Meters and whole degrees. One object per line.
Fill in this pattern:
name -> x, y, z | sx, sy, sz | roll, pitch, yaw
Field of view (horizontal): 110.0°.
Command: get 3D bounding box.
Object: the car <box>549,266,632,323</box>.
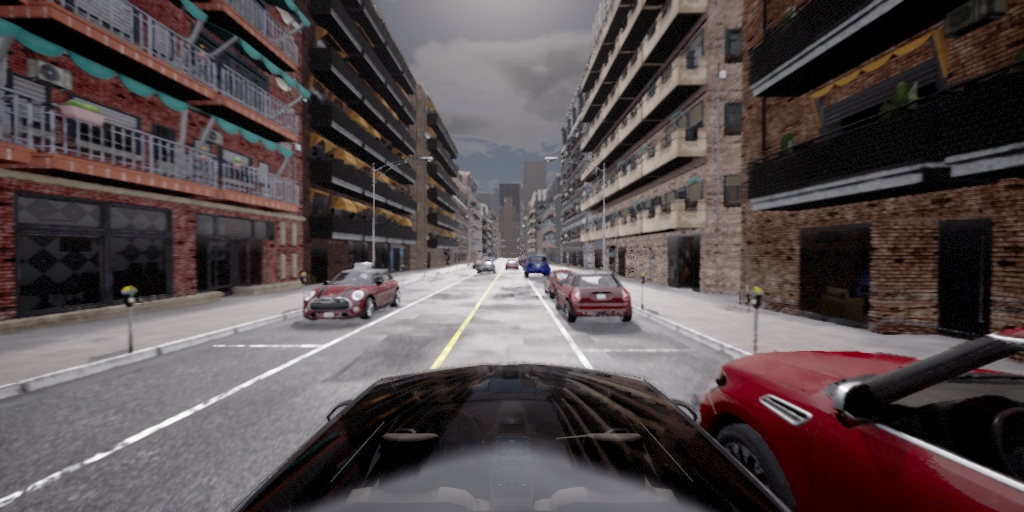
car -> 2.567, 1.186, 12.191 | 1.967, 1.591, 4.097 | 0, 0, 0

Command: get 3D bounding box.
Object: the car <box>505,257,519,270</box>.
car -> -0.001, 1.300, 52.632 | 1.994, 1.385, 4.181 | 0, 0, 0

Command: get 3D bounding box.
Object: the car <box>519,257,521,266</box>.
car -> 2.559, 1.051, 51.841 | 2.192, 1.841, 5.009 | 0, 0, 0

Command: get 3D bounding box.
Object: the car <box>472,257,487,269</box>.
car -> -5.323, 1.281, 57.608 | 1.888, 1.381, 4.507 | 0, 0, 0

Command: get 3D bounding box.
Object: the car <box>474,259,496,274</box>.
car -> -2.838, 1.302, 40.679 | 1.994, 1.385, 4.181 | 0, 0, 0

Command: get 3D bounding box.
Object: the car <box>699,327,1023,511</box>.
car -> 2.553, 1.065, 0.862 | 2.192, 1.841, 5.009 | 0, 0, 0

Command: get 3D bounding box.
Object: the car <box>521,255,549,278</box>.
car -> 2.265, 0.968, 33.535 | 2.150, 2.045, 5.566 | 0, 0, 0

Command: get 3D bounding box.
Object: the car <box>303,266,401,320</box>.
car -> -5.318, 1.186, 12.398 | 1.967, 1.591, 4.097 | 0, 0, 0

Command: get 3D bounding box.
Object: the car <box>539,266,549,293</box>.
car -> 2.562, 1.326, 17.855 | 1.802, 1.307, 4.207 | 0, 0, 0

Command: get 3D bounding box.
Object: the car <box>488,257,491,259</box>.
car -> -5.323, 1.280, 63.259 | 1.888, 1.381, 4.507 | 0, 0, 0
